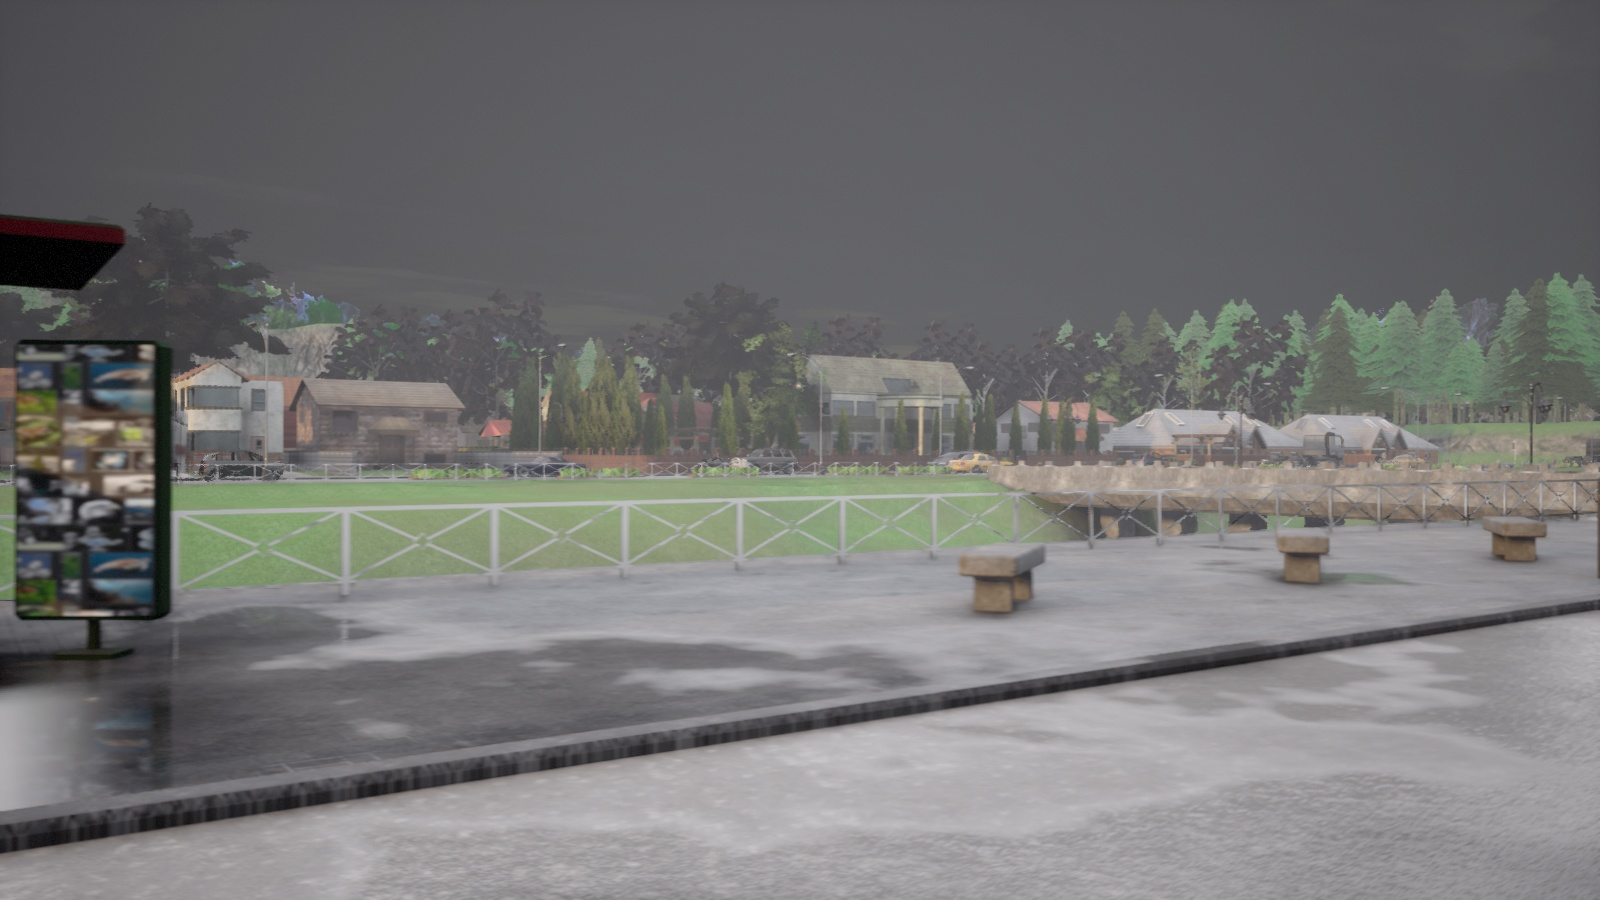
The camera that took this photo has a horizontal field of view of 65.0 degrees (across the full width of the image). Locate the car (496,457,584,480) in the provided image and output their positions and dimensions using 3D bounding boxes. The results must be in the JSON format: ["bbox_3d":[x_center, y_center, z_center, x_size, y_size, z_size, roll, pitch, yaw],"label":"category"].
[{"bbox_3d":[-15.238,1.058,73.705,4.718,1.301,1.895,0,0,-35],"label":"car"}]

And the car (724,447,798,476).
[{"bbox_3d":[-2.546,0.769,82.536,4.605,1.855,1.932,0,0,-35],"label":"car"}]

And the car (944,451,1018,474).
[{"bbox_3d":[12.737,0.873,88.294,5.366,1.575,1.801,0,0,-35],"label":"car"}]

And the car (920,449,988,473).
[{"bbox_3d":[11.298,0.791,92.167,4.611,1.667,2.242,0,0,-35],"label":"car"}]

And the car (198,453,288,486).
[{"bbox_3d":[-26.930,0.929,60.697,3.705,1.549,1.789,0,0,-35],"label":"car"}]

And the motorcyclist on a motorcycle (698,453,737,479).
[{"bbox_3d":[-4.995,0.977,75.958,2.191,1.530,0.866,0,0,-35],"label":"motorcyclist on a motorcycle"}]
